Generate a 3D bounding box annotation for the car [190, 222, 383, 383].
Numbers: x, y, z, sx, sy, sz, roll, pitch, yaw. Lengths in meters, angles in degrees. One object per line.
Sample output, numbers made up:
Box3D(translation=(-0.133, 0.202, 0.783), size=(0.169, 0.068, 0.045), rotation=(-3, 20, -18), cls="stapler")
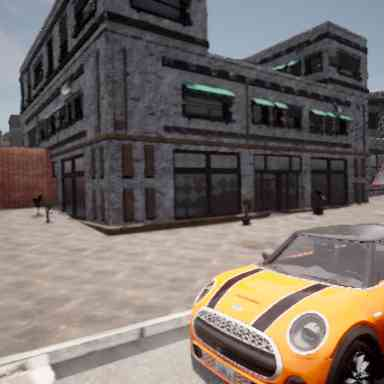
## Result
Box3D(translation=(2.177, 1.331, 4.930), size=(4.553, 1.767, 2.097), rotation=(-1, 0, -36), cls="car")
